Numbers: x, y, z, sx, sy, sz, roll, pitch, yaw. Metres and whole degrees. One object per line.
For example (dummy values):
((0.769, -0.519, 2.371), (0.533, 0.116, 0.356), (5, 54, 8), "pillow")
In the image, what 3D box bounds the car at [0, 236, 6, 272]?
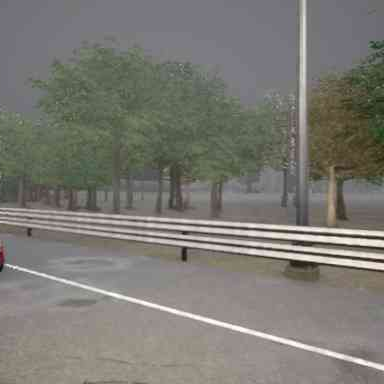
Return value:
((-7.276, 1.360, 9.453), (4.553, 1.767, 2.097), (0, 0, 37), "car")
